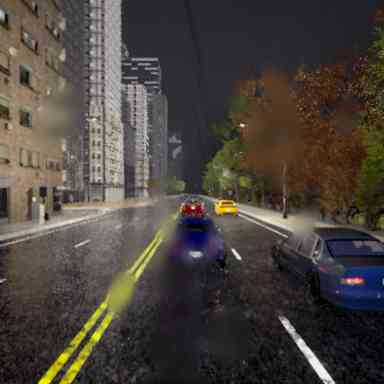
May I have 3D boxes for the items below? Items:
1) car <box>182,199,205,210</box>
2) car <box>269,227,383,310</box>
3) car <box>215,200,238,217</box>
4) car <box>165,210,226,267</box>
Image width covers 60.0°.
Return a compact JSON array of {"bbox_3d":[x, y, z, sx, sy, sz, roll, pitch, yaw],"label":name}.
[{"bbox_3d":[0.107,1.442,31.210,2.097,1.767,4.553,0,0,0],"label":"car"},{"bbox_3d":[3.350,1.570,8.098,2.033,1.411,5.357,0,0,0],"label":"car"},{"bbox_3d":[3.357,1.573,33.070,1.882,1.535,5.008,0,0,0],"label":"car"},{"bbox_3d":[0.103,1.559,11.471,1.812,1.442,4.674,0,0,0],"label":"car"}]
